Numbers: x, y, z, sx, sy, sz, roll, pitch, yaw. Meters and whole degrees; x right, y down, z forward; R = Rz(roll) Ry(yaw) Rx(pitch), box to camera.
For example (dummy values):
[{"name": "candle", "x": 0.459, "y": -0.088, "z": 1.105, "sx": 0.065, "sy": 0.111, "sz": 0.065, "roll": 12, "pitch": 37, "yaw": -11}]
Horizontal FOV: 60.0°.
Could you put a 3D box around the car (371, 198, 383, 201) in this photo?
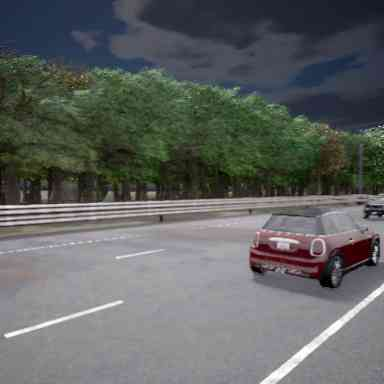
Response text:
[{"name": "car", "x": 14.677, "y": 1.265, "z": 25.291, "sx": 4.892, "sy": 1.490, "sz": 1.837, "roll": 0, "pitch": 1, "yaw": -44}]

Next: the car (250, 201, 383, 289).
[{"name": "car", "x": 3.577, "y": 1.253, "z": 9.235, "sx": 2.097, "sy": 1.767, "sz": 4.553, "roll": 1, "pitch": 1, "yaw": 43}]
